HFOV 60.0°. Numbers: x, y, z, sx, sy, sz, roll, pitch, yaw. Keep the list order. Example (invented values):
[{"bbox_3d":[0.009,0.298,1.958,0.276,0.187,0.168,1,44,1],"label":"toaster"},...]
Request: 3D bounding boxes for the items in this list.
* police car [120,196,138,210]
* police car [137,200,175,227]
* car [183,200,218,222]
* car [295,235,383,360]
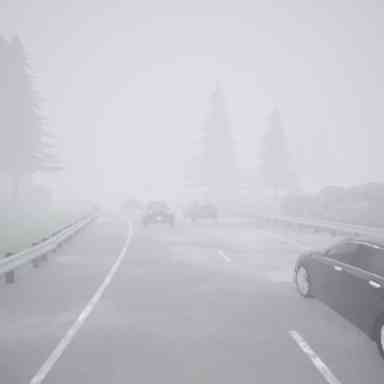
[{"bbox_3d":[-7.546,1.285,40.449,1.930,1.638,5.238,0,0,-20],"label":"police car"},{"bbox_3d":[-2.417,1.422,22.506,2.038,1.542,4.974,0,0,-11],"label":"police car"},{"bbox_3d":[0.549,1.388,25.326,2.128,1.511,4.902,0,0,-12],"label":"car"},{"bbox_3d":[3.283,1.473,5.484,1.837,1.490,4.892,0,0,-3],"label":"car"}]
